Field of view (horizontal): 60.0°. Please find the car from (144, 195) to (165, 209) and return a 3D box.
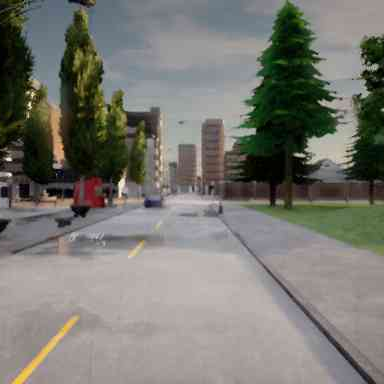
[{"bbox_3d":[-4.021,1.030,36.380,1.882,1.535,5.008,0,1,0],"label":"car"}]
